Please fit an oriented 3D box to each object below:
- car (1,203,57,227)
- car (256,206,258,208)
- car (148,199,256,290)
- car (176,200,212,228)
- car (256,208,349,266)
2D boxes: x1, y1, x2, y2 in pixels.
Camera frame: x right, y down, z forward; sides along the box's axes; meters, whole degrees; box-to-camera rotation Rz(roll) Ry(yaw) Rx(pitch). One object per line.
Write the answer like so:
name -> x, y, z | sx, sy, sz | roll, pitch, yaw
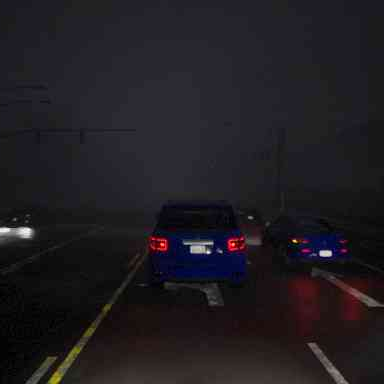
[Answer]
car -> -10.504, 1.441, 21.727 | 1.994, 1.385, 4.181 | 0, 0, 0
car -> 3.615, 1.390, 22.838 | 1.812, 1.442, 4.674 | 0, 1, 0
car -> 0.104, 1.191, 9.188 | 2.150, 2.045, 5.566 | 0, 1, 0
car -> 0.114, 1.362, 22.170 | 2.128, 1.511, 4.902 | 0, 0, 0
car -> 3.606, 1.480, 11.269 | 1.812, 1.442, 4.674 | 0, 0, 0
